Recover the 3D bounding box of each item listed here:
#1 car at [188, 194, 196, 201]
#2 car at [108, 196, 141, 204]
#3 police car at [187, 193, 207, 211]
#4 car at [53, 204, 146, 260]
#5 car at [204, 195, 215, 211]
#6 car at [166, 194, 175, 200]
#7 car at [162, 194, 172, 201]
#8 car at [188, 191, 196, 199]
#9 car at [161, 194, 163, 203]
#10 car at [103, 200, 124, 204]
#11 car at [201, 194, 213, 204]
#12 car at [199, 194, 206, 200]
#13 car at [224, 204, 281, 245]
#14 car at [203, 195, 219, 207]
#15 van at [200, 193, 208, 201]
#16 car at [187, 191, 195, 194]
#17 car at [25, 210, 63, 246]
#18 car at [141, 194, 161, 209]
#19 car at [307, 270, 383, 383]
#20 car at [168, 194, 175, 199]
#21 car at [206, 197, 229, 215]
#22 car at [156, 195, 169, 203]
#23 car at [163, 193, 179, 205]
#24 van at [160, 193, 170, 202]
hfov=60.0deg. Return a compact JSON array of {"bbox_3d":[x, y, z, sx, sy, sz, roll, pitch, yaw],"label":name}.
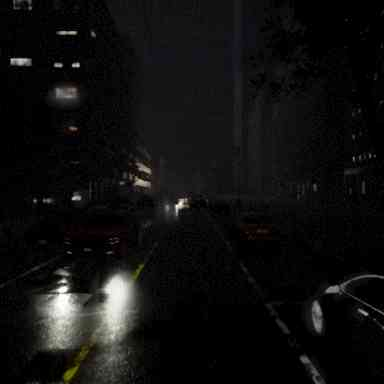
[{"bbox_3d":[-0.023,1.186,74.074,1.812,1.442,4.674,0,0,0],"label":"car"},{"bbox_3d":[-5.683,1.212,25.976,2.192,1.841,5.009,1,0,0],"label":"car"},{"bbox_3d":[0.672,1.272,38.899,1.930,1.638,5.238,0,0,-3],"label":"police car"},{"bbox_3d":[-3.105,1.427,12.371,1.882,1.535,5.008,0,0,0],"label":"car"},{"bbox_3d":[2.690,1.405,37.117,2.008,1.369,4.403,1,0,0],"label":"car"},{"bbox_3d":[-5.706,1.220,87.241,2.008,1.369,4.403,1,0,0],"label":"car"},{"bbox_3d":[-5.702,1.236,75.933,1.752,1.417,4.829,1,0,0],"label":"car"},{"bbox_3d":[-0.028,0.874,89.303,2.150,2.045,5.566,0,0,0],"label":"car"},{"bbox_3d":[-5.694,1.357,48.255,1.887,1.381,4.507,1,0,0],"label":"car"},{"bbox_3d":[-5.685,1.444,20.237,1.752,1.417,4.829,1,0,0],"label":"car"},{"bbox_3d":[2.684,1.210,59.396,1.967,1.590,4.097,1,0,0],"label":"car"},{"bbox_3d":[2.674,1.251,87.243,1.802,1.307,4.206,1,0,0],"label":"car"},{"bbox_3d":[2.697,1.465,15.010,1.752,1.417,4.829,1,0,0],"label":"car"},{"bbox_3d":[2.687,1.252,48.256,1.967,1.590,4.097,1,0,0],"label":"car"},{"bbox_3d":[2.681,1.050,76.105,1.690,1.788,3.998,1,0,0],"label":"van"},{"bbox_3d":[0.511,1.162,48.683,2.097,1.767,4.553,0,0,-6],"label":"car"},{"bbox_3d":[-5.684,1.506,14.838,1.947,1.339,4.313,1,0,0],"label":"car"},{"bbox_3d":[-5.689,1.148,42.684,2.192,1.841,5.009,1,0,0],"label":"car"},{"bbox_3d":[2.700,1.535,3.700,2.008,1.369,4.403,1,0,0],"label":"car"},{"bbox_3d":[-5.708,1.175,92.642,1.752,1.417,4.829,1,0,0],"label":"car"},{"bbox_3d":[2.691,1.426,31.549,2.008,1.369,4.403,1,0,0],"label":"car"},{"bbox_3d":[-5.700,1.301,64.964,2.008,1.369,4.403,1,0,0],"label":"car"},{"bbox_3d":[-3.090,1.299,52.915,1.837,1.490,4.892,0,0,0],"label":"car"},{"bbox_3d":[-5.698,1.071,70.533,1.690,1.788,3.998,1,0,0],"label":"van"}]
